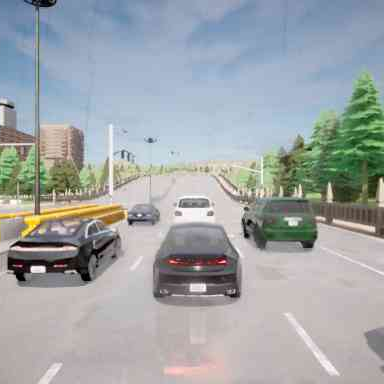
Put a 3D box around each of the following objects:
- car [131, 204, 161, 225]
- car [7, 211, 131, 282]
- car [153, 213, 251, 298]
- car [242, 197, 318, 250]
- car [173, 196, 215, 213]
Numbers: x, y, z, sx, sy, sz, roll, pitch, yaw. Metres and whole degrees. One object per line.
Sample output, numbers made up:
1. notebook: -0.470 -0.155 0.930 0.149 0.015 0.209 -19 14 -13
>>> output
1. car: -3.385 1.547 23.975 2.033 1.411 5.357 0 0 0
2. car: -3.389 1.491 9.735 2.128 1.511 4.902 0 0 0
3. car: 0.109 1.505 8.512 1.837 1.490 4.892 0 0 0
4. car: 3.611 1.221 14.583 2.150 2.045 5.566 0 0 0
5. car: 0.115 1.221 18.808 2.150 2.045 5.566 0 0 0
